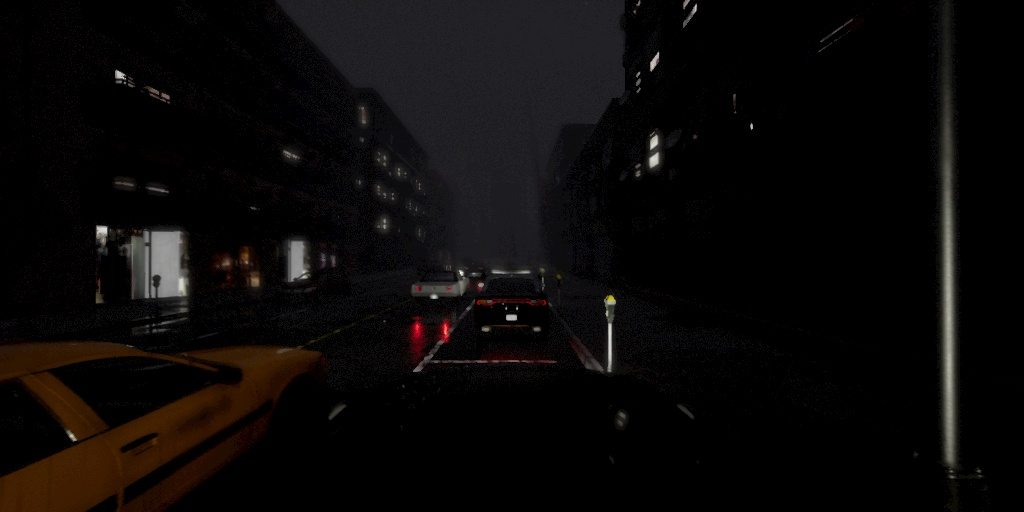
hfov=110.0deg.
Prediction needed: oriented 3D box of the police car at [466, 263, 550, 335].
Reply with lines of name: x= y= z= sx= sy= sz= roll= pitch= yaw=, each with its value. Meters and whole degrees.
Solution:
police car: x=-0.011 y=1.175 z=10.609 sx=1.930 sy=1.638 sz=5.238 roll=0 pitch=0 yaw=0

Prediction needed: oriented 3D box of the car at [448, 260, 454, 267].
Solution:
car: x=-8.837 y=1.188 z=44.643 sx=1.967 sy=1.591 sz=4.097 roll=0 pitch=0 yaw=0

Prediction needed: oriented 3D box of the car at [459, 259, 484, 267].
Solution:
car: x=-3.142 y=1.243 z=31.886 sx=2.128 sy=1.511 sz=4.902 roll=0 pitch=0 yaw=0

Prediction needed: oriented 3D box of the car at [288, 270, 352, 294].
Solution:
car: x=-8.837 y=1.333 z=16.462 sx=1.802 sy=1.307 sz=4.207 roll=0 pitch=0 yaw=0

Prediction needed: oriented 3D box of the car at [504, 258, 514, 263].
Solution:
car: x=-0.456 y=1.275 z=39.173 sx=1.751 sy=1.417 sz=4.829 roll=0 pitch=0 yaw=0

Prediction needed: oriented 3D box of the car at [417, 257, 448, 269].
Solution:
car: x=-8.837 y=1.064 z=39.007 sx=2.192 sy=1.841 sz=5.009 roll=0 pitch=0 yaw=0

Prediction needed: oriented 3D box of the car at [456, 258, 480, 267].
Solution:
car: x=-6.148 y=1.097 z=50.250 sx=2.097 sy=1.767 sz=4.553 roll=0 pitch=0 yaw=0

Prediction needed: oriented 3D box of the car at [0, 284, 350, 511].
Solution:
car: x=-3.145 y=1.205 z=2.223 sx=1.801 sy=1.575 sz=5.366 roll=0 pitch=0 yaw=0

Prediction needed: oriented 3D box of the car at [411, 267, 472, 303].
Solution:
car: x=-3.144 y=1.351 z=16.703 sx=1.895 sy=1.301 sz=4.718 roll=0 pitch=0 yaw=0

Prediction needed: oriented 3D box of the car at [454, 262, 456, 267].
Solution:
car: x=-8.837 y=1.293 z=50.280 sx=1.888 sy=1.381 sz=4.507 roll=0 pitch=0 yaw=0
